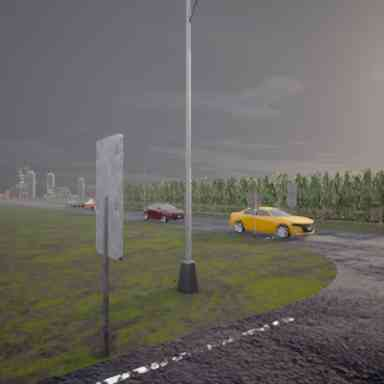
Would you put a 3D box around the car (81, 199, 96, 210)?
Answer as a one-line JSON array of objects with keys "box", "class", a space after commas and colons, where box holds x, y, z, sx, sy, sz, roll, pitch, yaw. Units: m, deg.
[{"box": [-15.094, 1.803, 51.444, 2.097, 1.767, 4.553, 0, -1, -35], "class": "car"}]

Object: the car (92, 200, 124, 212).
[{"box": [-9.454, 1.914, 38.078, 1.895, 1.301, 4.718, 0, -1, -34], "class": "car"}]

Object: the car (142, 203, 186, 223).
[{"box": [-2.381, 1.676, 27.803, 1.882, 1.535, 5.008, 0, -1, -35], "class": "car"}]

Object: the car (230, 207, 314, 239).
[{"box": [4.262, 1.572, 18.352, 1.882, 1.535, 5.008, 0, -1, -37], "class": "car"}]

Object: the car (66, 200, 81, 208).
[{"box": [-18.008, 1.659, 50.652, 1.994, 1.385, 4.181, 0, -1, -35], "class": "car"}]

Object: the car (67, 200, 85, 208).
[{"box": [-20.839, 2.109, 59.769, 1.994, 1.385, 4.181, 0, -1, -35], "class": "car"}]
